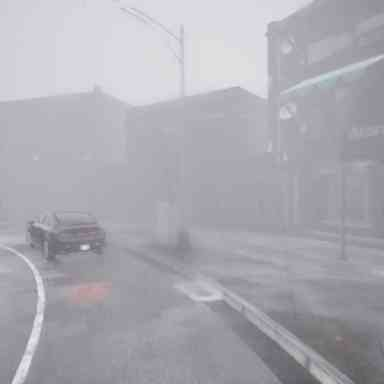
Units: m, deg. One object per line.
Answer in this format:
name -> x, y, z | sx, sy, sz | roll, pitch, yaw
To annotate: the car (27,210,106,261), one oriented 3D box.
car -> -4.721, 1.425, 12.237 | 1.837, 1.490, 4.892 | -1, 1, -36
